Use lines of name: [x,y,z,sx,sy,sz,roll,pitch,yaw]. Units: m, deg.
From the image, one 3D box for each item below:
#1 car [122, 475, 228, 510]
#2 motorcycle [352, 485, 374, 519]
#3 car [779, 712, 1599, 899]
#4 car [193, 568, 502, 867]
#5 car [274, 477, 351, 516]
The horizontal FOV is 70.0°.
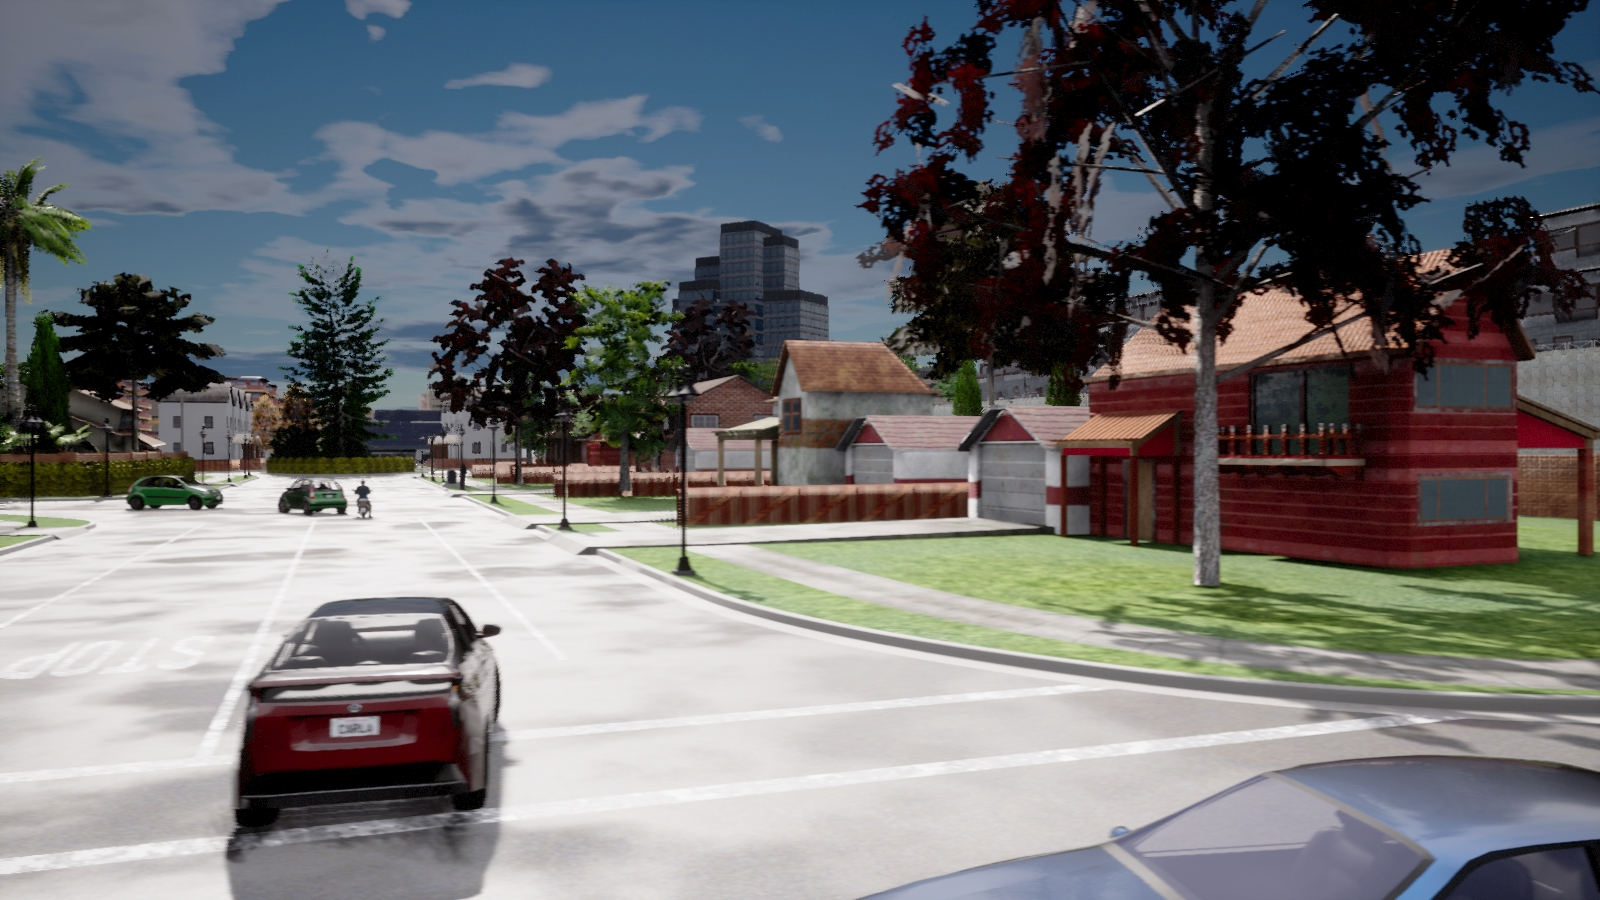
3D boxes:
car: [-29.482,1.994,54.007,3.988,1.617,1.851,0,0,0]
motorcycle: [-18.304,2.171,47.843,0.856,1.341,1.805,0,0,-22]
car: [2.707,2.095,4.783,5.357,1.411,2.033,0,0,-9]
car: [-3.670,2.045,10.104,2.007,1.525,4.514,0,0,-15]
car: [-21.932,2.048,51.336,1.851,1.617,3.988,0,0,-45]
